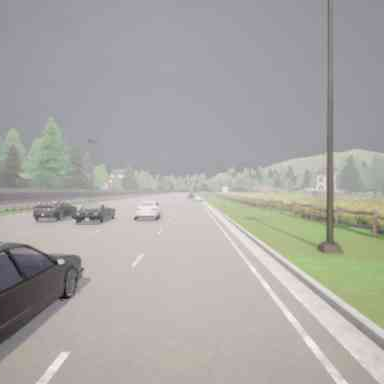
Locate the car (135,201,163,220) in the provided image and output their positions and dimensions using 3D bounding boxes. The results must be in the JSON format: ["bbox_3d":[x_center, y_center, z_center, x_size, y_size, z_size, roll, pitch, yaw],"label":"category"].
[{"bbox_3d":[-3.421,1.416,26.711,1.812,1.442,4.674,0,0,0],"label":"car"}]

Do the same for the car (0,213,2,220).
[{"bbox_3d":[-13.905,1.464,20.265,2.033,1.411,5.357,0,0,0],"label":"car"}]

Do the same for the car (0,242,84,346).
[{"bbox_3d":[-3.401,1.525,5.247,2.033,1.411,5.357,0,0,0],"label":"car"}]

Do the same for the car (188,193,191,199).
[{"bbox_3d":[-0.025,1.027,87.579,1.882,1.535,5.008,0,0,0],"label":"car"}]

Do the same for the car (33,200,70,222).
[{"bbox_3d":[-10.407,1.386,25.625,2.128,1.511,4.902,0,0,0],"label":"car"}]

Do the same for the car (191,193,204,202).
[{"bbox_3d":[1.206,1.252,67.354,1.812,1.442,4.674,0,0,0],"label":"car"}]

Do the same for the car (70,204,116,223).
[{"bbox_3d":[-6.907,1.502,24.133,1.895,1.301,4.718,0,0,0],"label":"car"}]
